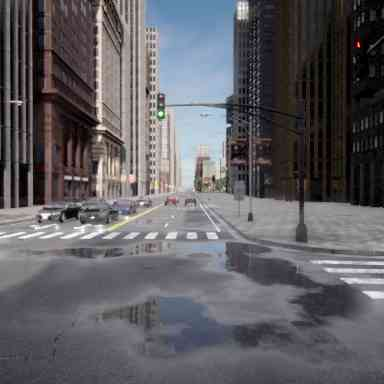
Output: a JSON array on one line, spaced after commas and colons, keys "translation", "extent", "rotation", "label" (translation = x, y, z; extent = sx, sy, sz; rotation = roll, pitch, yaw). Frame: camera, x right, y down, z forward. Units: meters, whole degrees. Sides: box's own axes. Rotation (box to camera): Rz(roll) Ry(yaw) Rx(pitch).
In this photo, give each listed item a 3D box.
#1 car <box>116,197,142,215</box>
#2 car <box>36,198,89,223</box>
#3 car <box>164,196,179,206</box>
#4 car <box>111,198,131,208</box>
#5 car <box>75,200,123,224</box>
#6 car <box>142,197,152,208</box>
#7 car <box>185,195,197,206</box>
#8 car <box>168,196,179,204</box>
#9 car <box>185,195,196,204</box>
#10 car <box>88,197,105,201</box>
[{"translation": [-6.723, 1.510, 33.596], "extent": [2.033, 1.411, 5.357], "rotation": [0, 0, 0], "label": "car"}, {"translation": [-9.890, 1.465, 25.104], "extent": [2.128, 1.511, 4.902], "rotation": [0, 0, 3], "label": "car"}, {"translation": [-3.464, 1.453, 54.294], "extent": [1.812, 1.442, 4.674], "rotation": [0, 0, 0], "label": "car"}, {"translation": [-10.023, 1.538, 47.341], "extent": [1.895, 1.301, 4.718], "rotation": [0, 0, 0], "label": "car"}, {"translation": [-6.681, 1.540, 24.355], "extent": [1.994, 1.385, 4.181], "rotation": [0, 0, 0], "label": "car"}, {"translation": [-6.766, 1.430, 47.338], "extent": [2.128, 1.511, 4.902], "rotation": [0, 0, 0], "label": "car"}, {"translation": [-0.212, 1.435, 53.924], "extent": [1.837, 1.490, 4.892], "rotation": [0, 0, 0], "label": "car"}, {"translation": [-3.502, 1.507, 64.360], "extent": [1.895, 1.301, 4.718], "rotation": [0, 0, 0], "label": "car"}, {"translation": [-0.252, 1.399, 64.342], "extent": [2.128, 1.511, 4.902], "rotation": [0, 0, 0], "label": "car"}, {"translation": [-9.978, 1.312, 33.979], "extent": [2.097, 1.767, 4.553], "rotation": [0, 0, 0], "label": "car"}]
